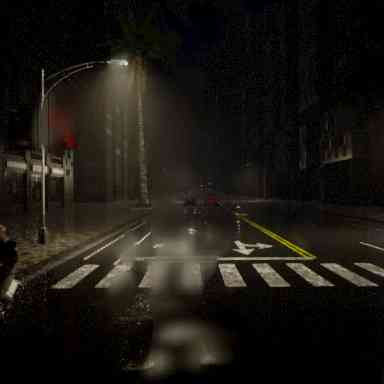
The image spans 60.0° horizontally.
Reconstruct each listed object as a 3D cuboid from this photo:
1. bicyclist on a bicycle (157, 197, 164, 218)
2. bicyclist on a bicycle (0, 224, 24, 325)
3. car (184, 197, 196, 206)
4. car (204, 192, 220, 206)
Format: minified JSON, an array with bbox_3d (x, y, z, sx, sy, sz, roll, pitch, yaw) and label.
[{"bbox_3d":[-2.794,1.363,29.316,0.659,1.776,1.843,0,0,1],"label":"bicyclist on a bicycle"},{"bbox_3d":[-3.138,1.409,5.227,0.659,1.776,1.843,0,-1,1],"label":"bicyclist on a bicycle"},{"bbox_3d":[-0.251,1.498,51.456,1.895,1.301,4.718,0,0,1],"label":"car"},{"bbox_3d":[2.996,1.093,51.409,2.150,2.045,5.566,0,0,1],"label":"car"}]
